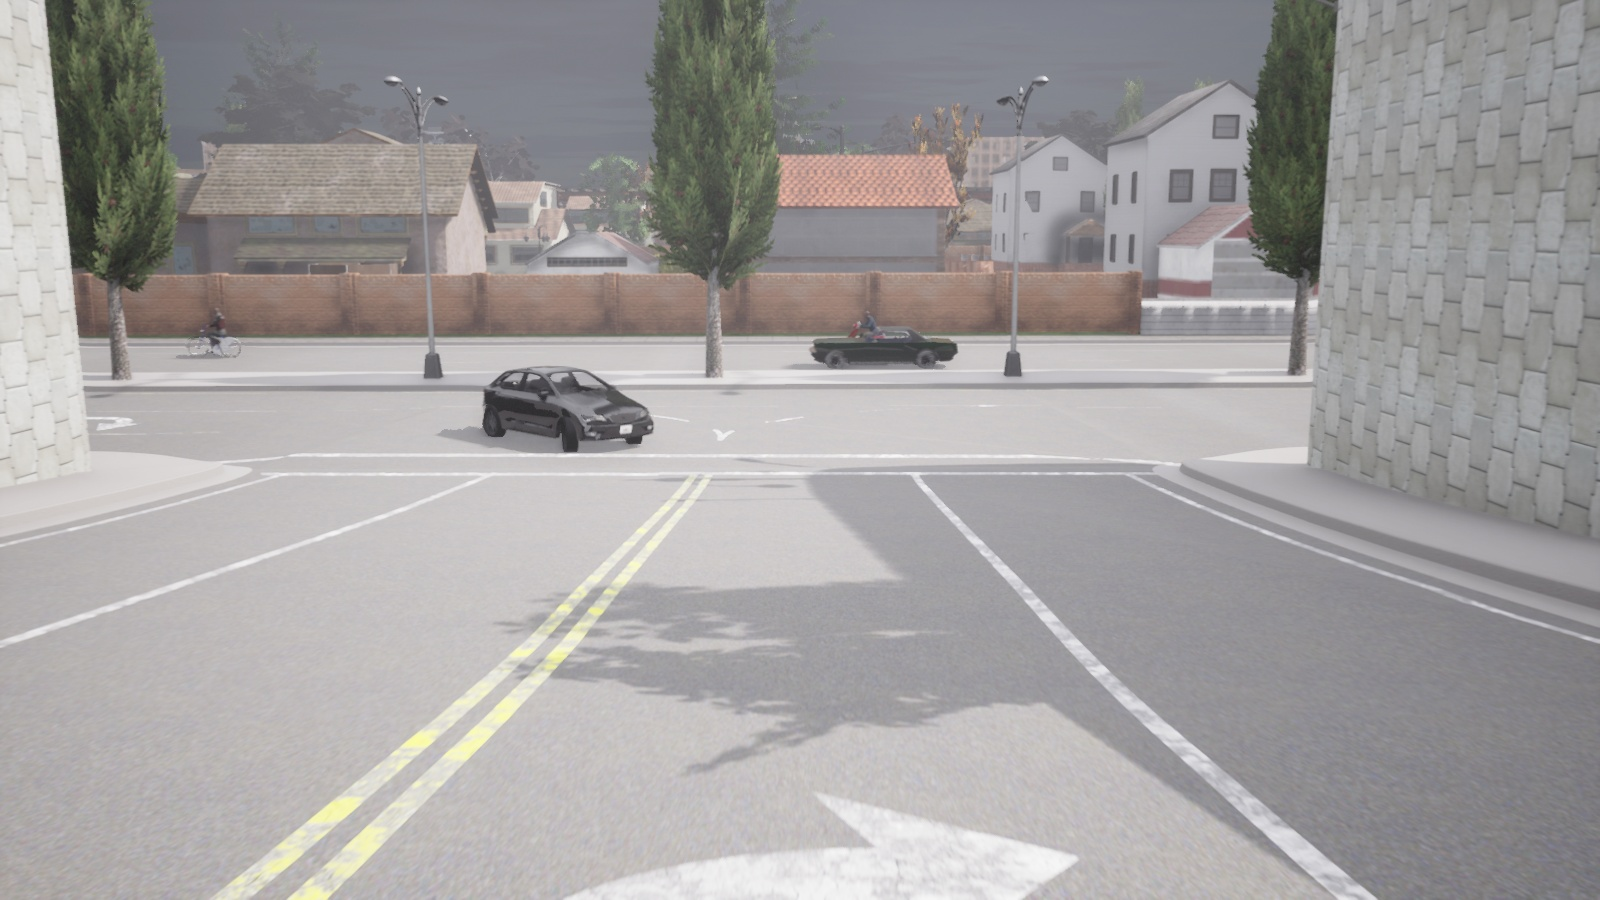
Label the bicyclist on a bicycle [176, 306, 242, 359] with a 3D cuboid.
[{"bbox_3d":[-20.493,-4.094,43.574,1.843,1.776,0.659,0,10,-1],"label":"bicyclist on a bicycle"}]

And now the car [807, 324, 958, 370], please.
[{"bbox_3d":[2.594,-3.326,40.500,4.718,1.301,1.895,0,10,-1],"label":"car"}]

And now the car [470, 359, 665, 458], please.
[{"bbox_3d":[-4.709,-0.904,25.143,1.816,1.474,4.193,-8,12,-43],"label":"car"}]
